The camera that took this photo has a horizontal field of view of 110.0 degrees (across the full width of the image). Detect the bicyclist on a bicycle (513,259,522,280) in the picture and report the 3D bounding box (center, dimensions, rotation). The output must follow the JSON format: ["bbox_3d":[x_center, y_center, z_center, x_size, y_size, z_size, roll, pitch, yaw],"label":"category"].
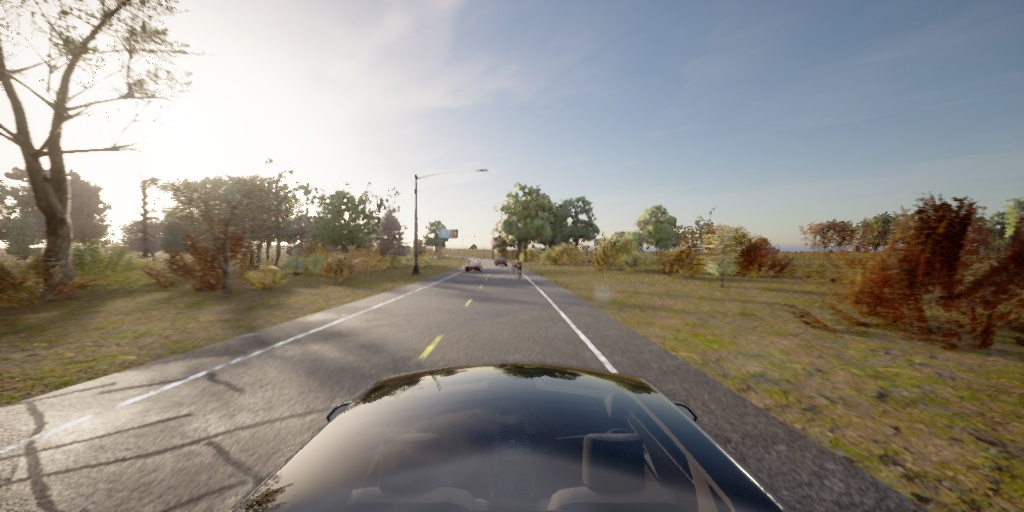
[{"bbox_3d":[0.596,1.134,29.024,0.582,1.620,1.656,0,0,-2],"label":"bicyclist on a bicycle"}]

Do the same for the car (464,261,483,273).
[{"bbox_3d":[-4.335,1.263,41.000,1.895,1.301,4.718,0,0,-2],"label":"car"}]

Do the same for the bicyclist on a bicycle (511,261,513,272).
[{"bbox_3d":[0.250,1.090,39.575,0.866,1.612,1.509,0,0,-2],"label":"bicyclist on a bicycle"}]
